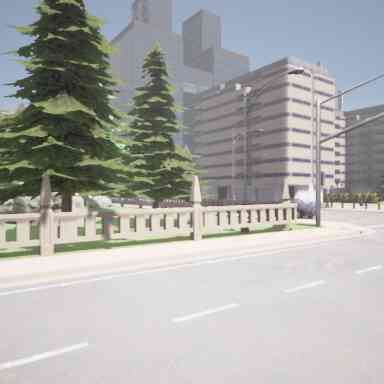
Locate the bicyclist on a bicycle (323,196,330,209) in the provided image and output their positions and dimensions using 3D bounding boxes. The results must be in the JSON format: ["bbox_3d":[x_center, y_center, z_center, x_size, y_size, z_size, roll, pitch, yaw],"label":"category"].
[{"bbox_3d":[17.362,1.366,42.965,1.656,1.620,0.582,0,0,-35],"label":"bicyclist on a bicycle"}]

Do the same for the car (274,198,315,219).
[{"bbox_3d":[8.865,1.545,29.927,1.837,1.490,4.892,0,0,-35],"label":"car"}]

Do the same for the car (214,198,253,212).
[{"bbox_3d":[5.083,1.523,41.279,1.882,1.535,5.008,0,0,-35],"label":"car"}]

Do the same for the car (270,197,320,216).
[{"bbox_3d":[10.404,1.398,33.802,2.097,1.767,4.553,0,0,-35],"label":"car"}]

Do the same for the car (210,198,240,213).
[{"bbox_3d":[3.492,1.641,37.473,1.895,1.301,4.718,0,0,-36],"label":"car"}]
